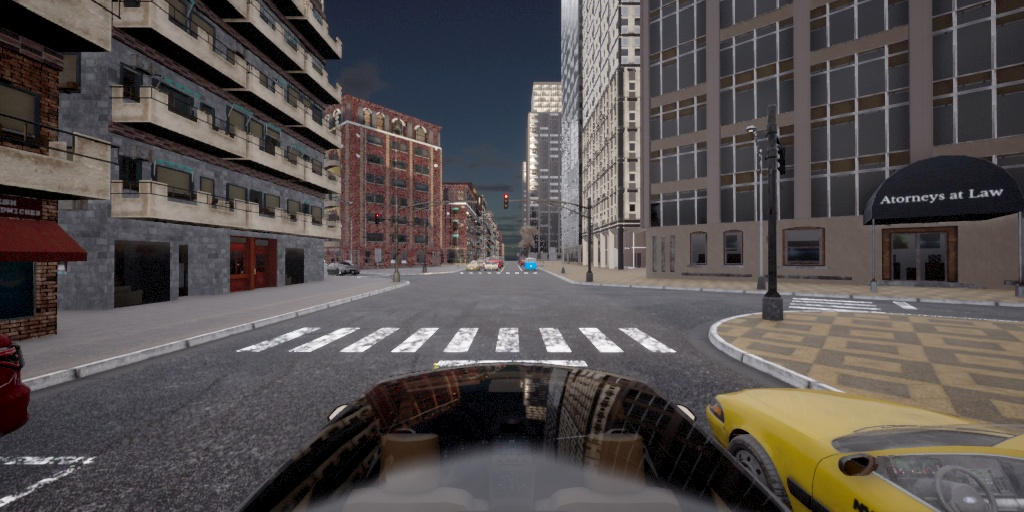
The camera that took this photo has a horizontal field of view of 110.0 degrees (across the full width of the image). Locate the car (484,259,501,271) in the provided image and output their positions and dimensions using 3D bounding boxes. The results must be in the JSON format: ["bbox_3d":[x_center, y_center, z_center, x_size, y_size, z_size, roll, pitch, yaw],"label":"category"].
[{"bbox_3d":[-2.871,1.396,50.192,1.895,1.301,4.718,0,0,-2],"label":"car"}]

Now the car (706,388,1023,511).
[{"bbox_3d":[2.566,1.275,1.258,1.751,1.417,4.829,0,0,0],"label":"car"}]

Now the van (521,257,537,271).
[{"bbox_3d":[2.543,1.136,50.081,1.690,1.789,3.998,0,0,0],"label":"van"}]

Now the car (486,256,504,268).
[{"bbox_3d":[-2.858,1.037,59.699,2.150,2.045,5.566,0,0,0],"label":"car"}]

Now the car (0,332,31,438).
[{"bbox_3d":[-5.314,1.065,1.078,2.192,1.841,5.009,0,0,0],"label":"car"}]

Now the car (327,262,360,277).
[{"bbox_3d":[-18.029,1.412,38.049,4.892,1.490,1.837,0,-1,41],"label":"car"}]

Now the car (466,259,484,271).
[{"bbox_3d":[-5.337,1.320,49.908,1.751,1.417,4.829,0,0,0],"label":"car"}]
